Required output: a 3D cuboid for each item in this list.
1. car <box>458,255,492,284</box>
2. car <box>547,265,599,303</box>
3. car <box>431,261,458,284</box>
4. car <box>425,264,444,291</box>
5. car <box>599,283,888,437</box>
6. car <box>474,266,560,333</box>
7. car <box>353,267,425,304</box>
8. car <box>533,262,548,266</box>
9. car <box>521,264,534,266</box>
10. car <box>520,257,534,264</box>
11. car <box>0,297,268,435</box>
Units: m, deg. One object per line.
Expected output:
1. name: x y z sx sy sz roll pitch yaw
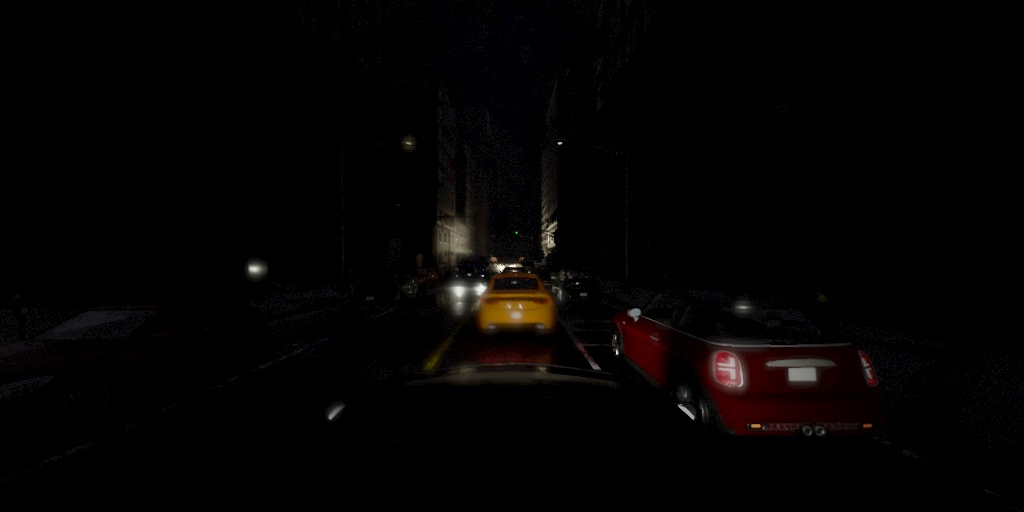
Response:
1. car: -2.970 0.974 27.918 2.150 2.045 5.566 0 0 0
2. car: 2.876 1.306 16.465 2.007 1.370 4.403 0 0 0
3. car: -5.635 1.202 27.479 1.967 1.591 4.097 0 0 0
4. car: -5.642 1.341 21.978 1.802 1.307 4.207 0 0 0
5. car: 2.862 1.191 5.462 1.967 1.591 4.097 0 0 0
6. car: 0.109 1.231 10.832 1.882 1.535 5.008 0 0 0
7. car: -5.649 1.322 16.477 1.948 1.339 4.313 0 0 0
8. car: 2.891 1.328 27.468 1.948 1.339 4.313 0 0 0
9. car: 0.125 1.322 20.382 1.994 1.385 4.181 0 0 0
10. car: 2.975 1.255 64.556 1.967 1.591 4.097 0 0 0
11. car: -5.664 1.333 5.474 1.802 1.307 4.207 0 0 0
